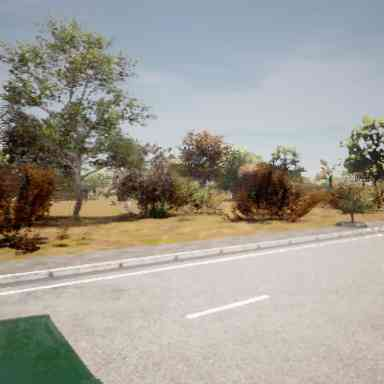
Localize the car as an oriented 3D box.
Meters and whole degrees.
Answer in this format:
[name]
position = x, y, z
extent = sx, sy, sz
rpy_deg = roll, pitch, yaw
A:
[car]
position = -3.038, 1.601, 1.826
extent = 4.718, 1.301, 1.895
rpy_deg = 0, 0, -35
